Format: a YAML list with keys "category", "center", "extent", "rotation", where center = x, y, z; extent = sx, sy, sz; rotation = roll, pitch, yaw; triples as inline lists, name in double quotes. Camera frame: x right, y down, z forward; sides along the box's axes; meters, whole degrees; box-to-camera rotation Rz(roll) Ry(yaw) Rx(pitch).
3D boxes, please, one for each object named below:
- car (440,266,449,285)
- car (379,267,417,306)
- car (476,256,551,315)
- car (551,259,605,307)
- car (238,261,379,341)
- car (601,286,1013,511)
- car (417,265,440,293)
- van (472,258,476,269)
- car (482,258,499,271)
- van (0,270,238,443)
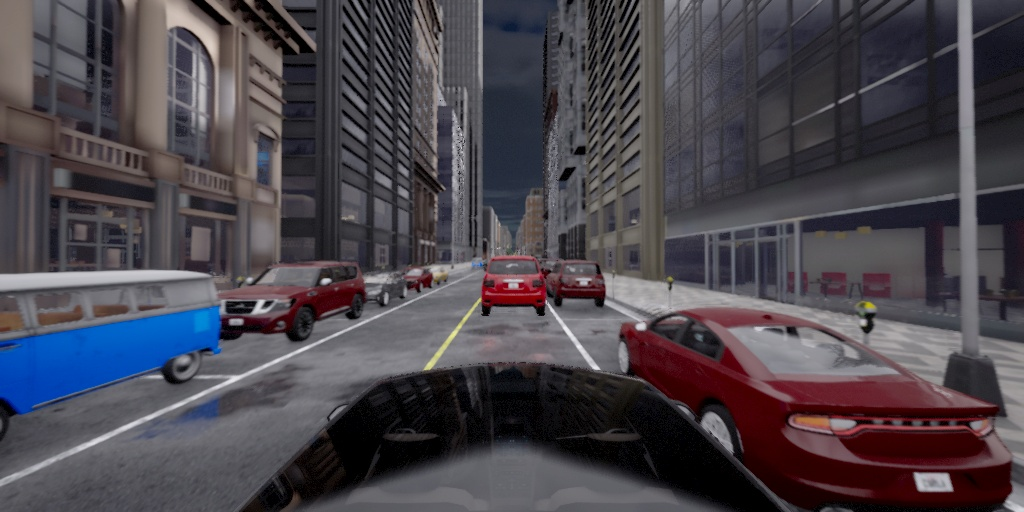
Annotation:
- category: "car"
  center: [-5.866, 1.338, 26.832]
  extent: [1.751, 1.417, 4.829]
  rotation: [0, 0, 0]
- category: "car"
  center: [-5.862, 1.336, 15.753]
  extent: [2.007, 1.370, 4.403]
  rotation: [0, 0, 0]
- category: "car"
  center: [0.060, 1.005, 13.802]
  extent: [2.150, 2.045, 5.566]
  rotation: [0, 0, 0]
- category: "car"
  center: [2.664, 1.101, 15.752]
  extent: [2.192, 1.841, 5.009]
  rotation: [0, 0, 0]
- category: "car"
  center: [-5.860, 1.086, 10.128]
  extent: [2.192, 1.841, 5.009]
  rotation: [0, 0, 0]
- category: "car"
  center: [2.668, 1.303, 4.502]
  extent: [1.888, 1.381, 4.507]
  rotation: [0, 0, 0]
- category: "car"
  center: [-5.864, 1.345, 21.377]
  extent: [1.888, 1.381, 4.507]
  rotation: [0, 0, 0]
- category: "van"
  center: [-5.877, 1.228, 60.750]
  extent: [1.690, 1.789, 3.998]
  rotation: [0, 0, 0]
- category: "car"
  center: [-3.097, 1.221, 52.160]
  extent: [2.097, 1.767, 4.553]
  rotation: [0, 0, 0]
- category: "van"
  center: [-5.858, 1.098, 4.503]
  extent: [1.690, 1.789, 3.998]
  rotation: [0, 0, 0]
